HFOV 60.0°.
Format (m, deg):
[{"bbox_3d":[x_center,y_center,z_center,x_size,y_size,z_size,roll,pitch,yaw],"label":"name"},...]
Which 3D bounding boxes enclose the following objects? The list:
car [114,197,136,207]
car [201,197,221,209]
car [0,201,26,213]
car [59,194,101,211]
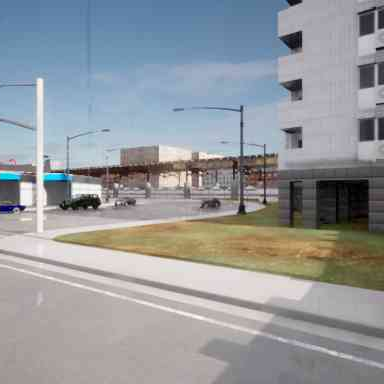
[{"bbox_3d":[-10.295,1.491,51.630,2.128,1.511,4.902,0,0,14],"label":"car"},{"bbox_3d":[2.624,1.504,45.445,1.837,1.490,4.892,1,0,18],"label":"car"},{"bbox_3d":[-19.692,1.600,33.894,1.895,1.301,4.718,0,0,37],"label":"car"},{"bbox_3d":[-14.058,1.221,42.216,2.150,2.045,5.566,0,0,29],"label":"car"}]
